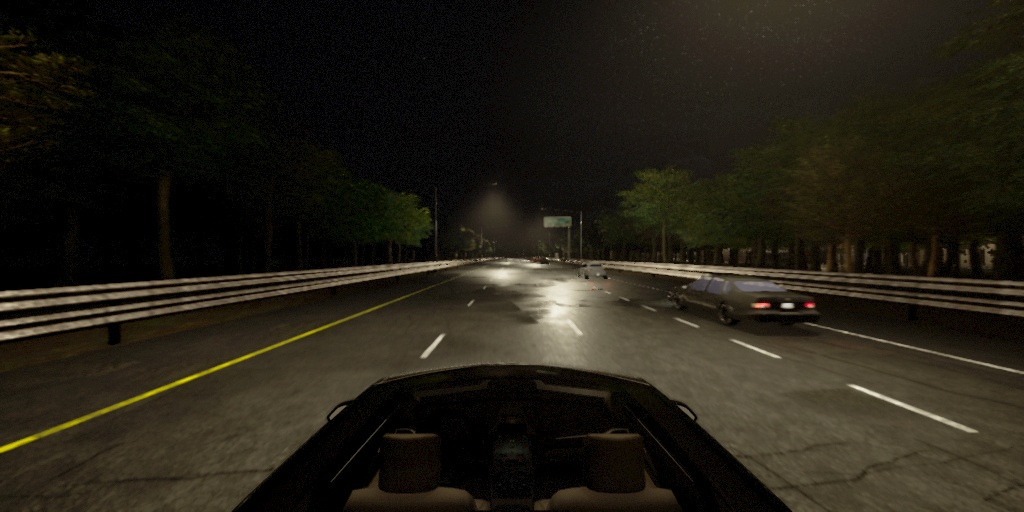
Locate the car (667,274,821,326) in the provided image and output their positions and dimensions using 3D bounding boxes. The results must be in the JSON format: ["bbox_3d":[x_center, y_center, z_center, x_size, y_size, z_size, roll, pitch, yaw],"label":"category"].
[{"bbox_3d":[7.001,1.303,11.625,2.033,1.411,5.357,0,0,0],"label":"car"}]

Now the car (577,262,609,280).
[{"bbox_3d":[7.039,1.289,31.582,1.812,1.442,4.674,0,0,0],"label":"car"}]
